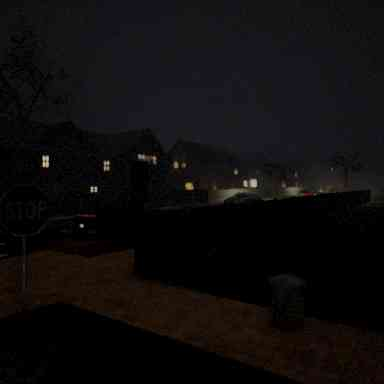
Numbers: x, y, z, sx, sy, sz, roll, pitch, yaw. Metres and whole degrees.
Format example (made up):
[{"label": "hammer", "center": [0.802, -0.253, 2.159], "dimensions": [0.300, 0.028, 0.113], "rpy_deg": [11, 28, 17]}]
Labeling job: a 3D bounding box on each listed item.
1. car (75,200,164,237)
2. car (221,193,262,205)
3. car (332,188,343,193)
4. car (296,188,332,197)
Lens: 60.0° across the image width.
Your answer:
[{"label": "car", "center": [-3.220, 1.150, 16.000], "dimensions": [2.128, 1.511, 4.902], "rpy_deg": [0, 2, 37]}, {"label": "car", "center": [4.826, 0.755, 31.506], "dimensions": [2.033, 1.411, 5.357], "rpy_deg": [0, 2, 37]}, {"label": "car", "center": [20.871, 0.183, 48.193], "dimensions": [1.837, 1.490, 4.892], "rpy_deg": [0, 1, 37]}, {"label": "car", "center": [14.655, 0.407, 39.825], "dimensions": [2.128, 1.511, 4.902], "rpy_deg": [0, 2, 38]}]
